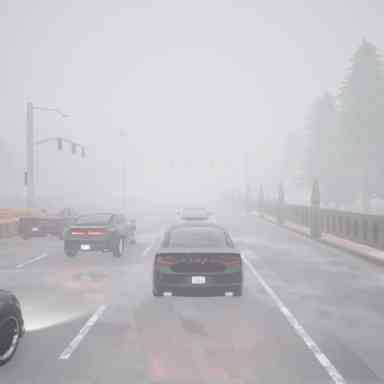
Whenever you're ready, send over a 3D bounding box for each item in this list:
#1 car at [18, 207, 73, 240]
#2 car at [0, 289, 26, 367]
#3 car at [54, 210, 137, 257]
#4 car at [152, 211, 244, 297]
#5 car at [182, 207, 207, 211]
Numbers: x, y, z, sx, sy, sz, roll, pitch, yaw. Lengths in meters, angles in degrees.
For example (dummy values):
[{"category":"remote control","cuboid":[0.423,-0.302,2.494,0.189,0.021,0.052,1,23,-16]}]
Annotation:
[{"category":"car","cuboid":[-6.905,1.478,17.010,1.882,1.535,5.008,0,0,-1]},{"category":"car","cuboid":[-3.393,1.564,3.103,1.994,1.385,4.181,0,0,0]},{"category":"car","cuboid":[-3.379,1.505,12.976,1.837,1.490,4.892,0,0,0]},{"category":"car","cuboid":[0.117,1.478,8.629,1.882,1.535,5.008,0,0,0]},{"category":"car","cuboid":[0.130,1.526,17.965,1.812,1.442,4.674,0,0,0]}]
